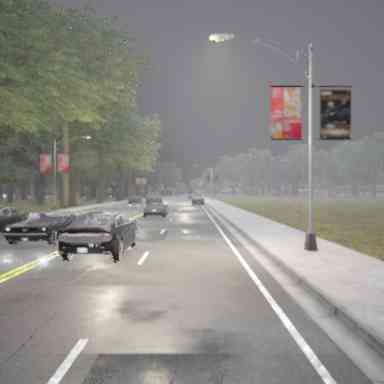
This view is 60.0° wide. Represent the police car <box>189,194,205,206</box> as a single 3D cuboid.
[{"bbox_3d":[0.963,1.312,51.159,1.930,1.638,5.238,0,0,0],"label":"police car"}]

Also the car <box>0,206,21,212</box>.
[{"bbox_3d":[-9.852,1.446,16.437,2.128,1.511,4.902,0,0,0],"label":"car"}]

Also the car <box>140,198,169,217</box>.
[{"bbox_3d":[-3.157,1.487,29.760,1.994,1.385,4.181,0,0,0],"label":"car"}]

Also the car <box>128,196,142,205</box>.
[{"bbox_3d":[-9.800,1.424,57.875,2.033,1.411,5.357,0,0,1],"label":"car"}]

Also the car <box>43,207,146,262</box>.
[{"bbox_3d":[-3.152,1.458,11.996,2.128,1.511,4.902,0,0,0],"label":"car"}]

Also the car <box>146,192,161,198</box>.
[{"bbox_3d":[-6.562,1.097,56.652,2.150,2.045,5.566,0,0,1],"label":"car"}]

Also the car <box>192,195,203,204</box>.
[{"bbox_3d":[0.961,1.351,61.049,1.882,1.535,5.008,0,0,0],"label":"car"}]

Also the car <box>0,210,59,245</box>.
[{"bbox_3d":[-6.603,1.558,15.360,1.895,1.301,4.718,0,0,0],"label":"car"}]
